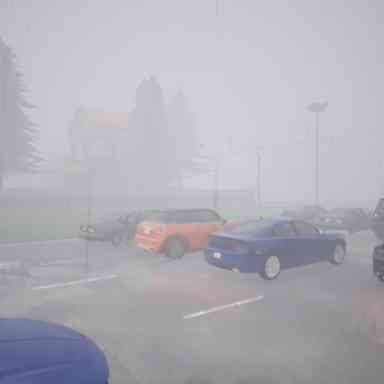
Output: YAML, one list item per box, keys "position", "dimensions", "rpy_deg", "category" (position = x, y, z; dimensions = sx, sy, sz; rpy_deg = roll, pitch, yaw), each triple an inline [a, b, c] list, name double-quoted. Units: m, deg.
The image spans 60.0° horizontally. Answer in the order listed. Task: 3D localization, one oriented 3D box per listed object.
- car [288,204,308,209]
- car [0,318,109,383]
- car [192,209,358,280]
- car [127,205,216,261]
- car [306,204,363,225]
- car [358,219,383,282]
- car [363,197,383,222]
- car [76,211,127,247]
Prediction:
- position: [7.855, 1.520, 22.351]
  dimensions: [4.674, 1.442, 1.812]
  rpy_deg: [0, 0, -36]
  category: "car"
- position: [-2.906, 1.478, 1.702]
  dimensions: [5.008, 1.535, 1.882]
  rpy_deg: [0, 0, -35]
  category: "car"
- position: [2.661, 1.476, 10.001]
  dimensions: [5.008, 1.535, 1.882]
  rpy_deg: [0, 0, -36]
  category: "car"
- position: [0.193, 1.351, 12.547]
  dimensions: [4.553, 1.767, 2.097]
  rpy_deg: [0, 0, -35]
  category: "car"
- position: [9.151, 1.543, 18.966]
  dimensions: [5.357, 1.411, 2.033]
  rpy_deg: [0, 0, -36]
  category: "car"
- position: [6.447, 1.502, 8.410]
  dimensions: [4.892, 1.490, 1.837]
  rpy_deg: [0, 0, -36]
  category: "car"
- position: [10.715, 1.217, 15.778]
  dimensions: [5.566, 2.045, 2.150]
  rpy_deg: [0, 0, -36]
  category: "car"
- position: [-2.348, 1.545, 15.008]
  dimensions: [5.357, 1.411, 2.033]
  rpy_deg: [0, 0, -36]
  category: "car"
